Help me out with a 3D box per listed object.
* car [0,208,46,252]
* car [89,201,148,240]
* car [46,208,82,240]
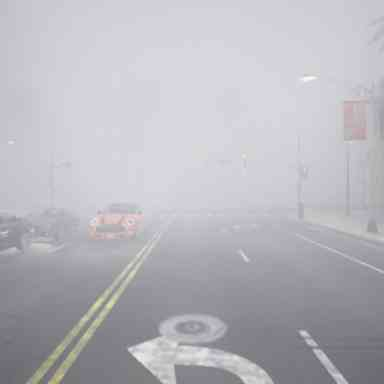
[{"bbox_3d":[-7.060,1.438,10.983,2.128,1.511,4.902,0,0,0],"label":"car"},{"bbox_3d":[-3.461,1.281,16.363,2.097,1.767,4.553,0,0,0],"label":"car"},{"bbox_3d":[-6.961,1.493,16.342,1.994,1.385,4.181,0,0,0],"label":"car"}]
